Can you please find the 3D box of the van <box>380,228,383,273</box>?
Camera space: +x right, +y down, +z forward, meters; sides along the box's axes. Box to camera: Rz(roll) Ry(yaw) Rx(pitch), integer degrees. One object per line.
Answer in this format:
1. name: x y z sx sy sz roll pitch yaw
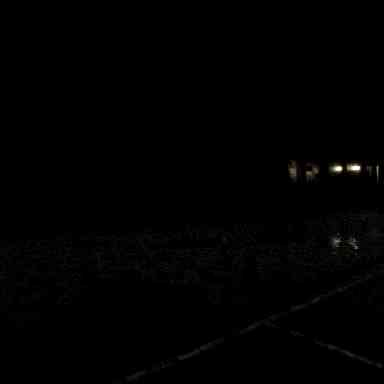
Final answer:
1. van: 6.031 1.250 7.971 3.998 1.788 1.690 -1 1 -41
